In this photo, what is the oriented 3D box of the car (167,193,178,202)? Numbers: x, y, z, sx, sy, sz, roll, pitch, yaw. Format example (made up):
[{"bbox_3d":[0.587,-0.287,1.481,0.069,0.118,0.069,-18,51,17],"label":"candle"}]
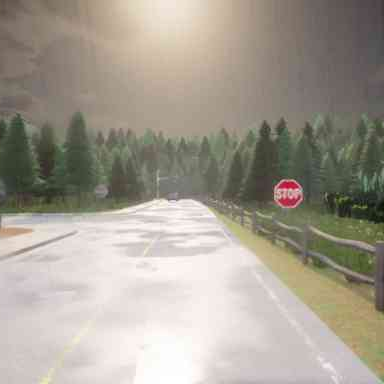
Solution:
[{"bbox_3d":[-4.207,1.186,72.904,2.150,2.045,5.566,0,0,-2],"label":"car"}]
